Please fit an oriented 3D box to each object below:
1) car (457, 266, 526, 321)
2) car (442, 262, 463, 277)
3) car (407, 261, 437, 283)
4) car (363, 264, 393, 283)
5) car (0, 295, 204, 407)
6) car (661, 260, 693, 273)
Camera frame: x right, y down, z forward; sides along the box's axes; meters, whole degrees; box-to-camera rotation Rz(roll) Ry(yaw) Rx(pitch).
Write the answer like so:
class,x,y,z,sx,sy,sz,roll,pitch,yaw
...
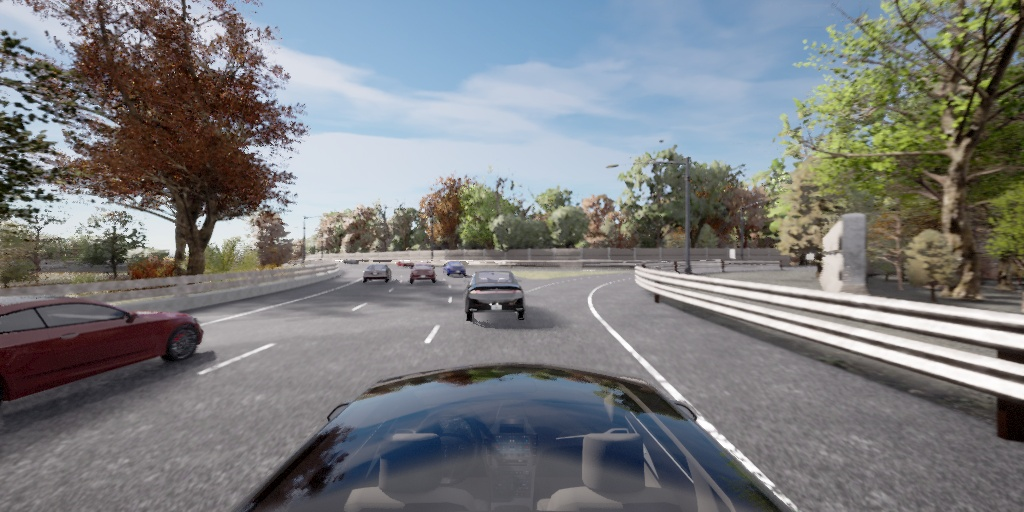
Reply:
class,x,y,z,sx,sy,sz,roll,pitch,yaw
car,-0.659,1.247,12.601,2.128,1.511,4.902,0,0,-5
car,-5.879,1.308,36.410,1.812,1.442,4.674,0,0,-18
car,-7.010,1.310,28.232,1.812,1.442,4.674,0,0,-14
car,-10.711,1.345,28.761,2.033,1.411,5.357,0,0,-15
car,-7.121,1.303,5.296,1.812,1.442,4.674,0,0,-2
car,19.325,1.214,41.992,4.674,1.442,1.812,0,0,-36
